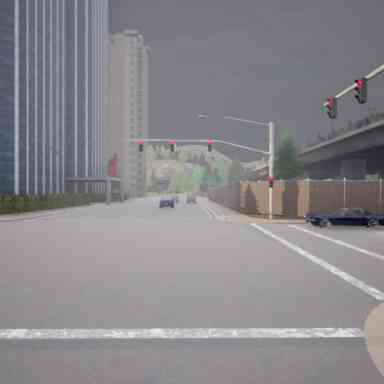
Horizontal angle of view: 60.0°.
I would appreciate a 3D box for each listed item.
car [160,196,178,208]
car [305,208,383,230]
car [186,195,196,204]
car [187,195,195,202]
[{"bbox_3d":[-3.504,1.477,47.758,1.882,1.535,5.008,0,0,0],"label":"car"},{"bbox_3d":[9.772,1.656,21.220,4.718,1.301,1.895,0,0,4],"label":"car"},{"bbox_3d":[-0.140,1.547,63.517,2.033,1.411,5.357,0,0,0],"label":"car"},{"bbox_3d":[-0.163,1.385,73.919,1.812,1.442,4.674,0,0,0],"label":"car"}]
